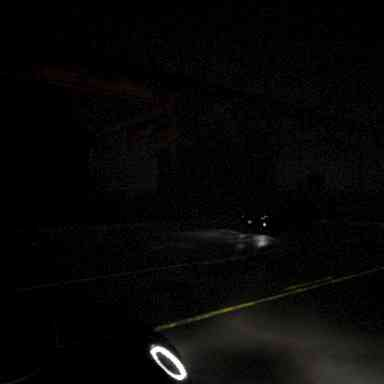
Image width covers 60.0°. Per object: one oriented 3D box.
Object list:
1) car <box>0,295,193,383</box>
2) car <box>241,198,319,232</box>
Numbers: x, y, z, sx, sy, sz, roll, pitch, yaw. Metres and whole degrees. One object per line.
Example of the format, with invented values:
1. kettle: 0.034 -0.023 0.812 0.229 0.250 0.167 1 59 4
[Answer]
1. car: -2.161 1.350 2.195 4.553 1.767 2.097 0 0 -36
2. car: 5.560 1.381 20.728 5.566 2.045 2.150 0 0 -35
